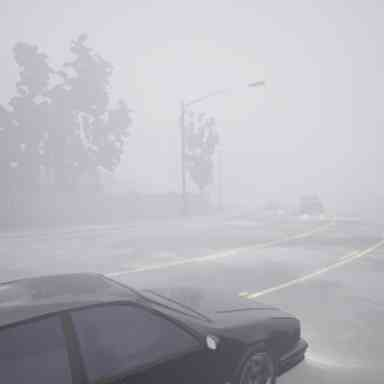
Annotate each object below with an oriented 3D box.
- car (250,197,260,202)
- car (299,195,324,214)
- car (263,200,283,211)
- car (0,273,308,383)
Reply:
[{"bbox_3d":[14.879,1.864,78.424,1.812,1.442,4.674,-1,-1,0],"label":"car"},{"bbox_3d":[13.450,1.341,37.810,2.150,2.045,5.566,-1,-1,13],"label":"car"},{"bbox_3d":[11.153,1.783,46.002,1.812,1.442,4.674,-1,-1,4],"label":"car"},{"bbox_3d":[-1.193,1.556,3.074,5.357,1.411,2.033,0,0,-38],"label":"car"}]
